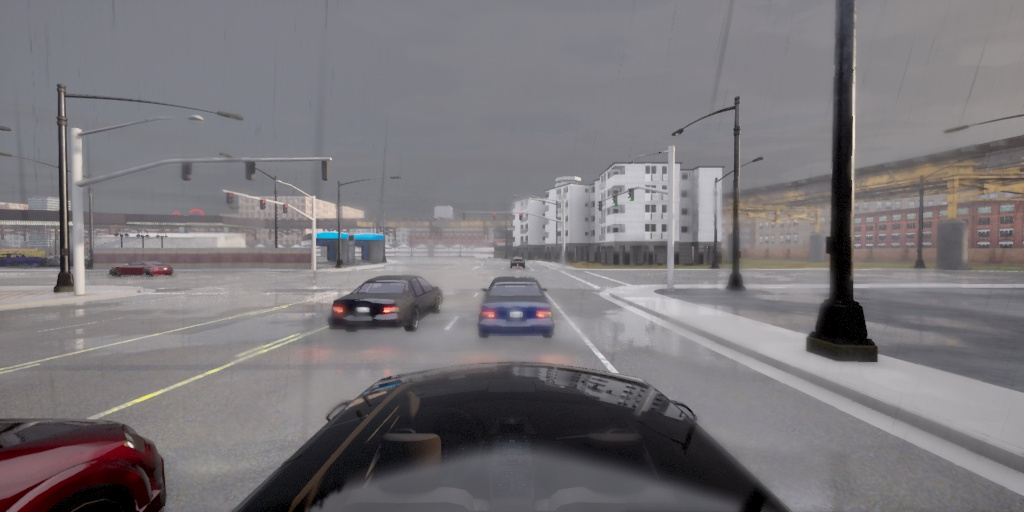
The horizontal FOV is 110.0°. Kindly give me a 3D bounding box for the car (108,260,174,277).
[{"bbox_3d":[-32.011,1.080,31.003,4.181,1.385,1.994,0,1,0],"label":"car"}]

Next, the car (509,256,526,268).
[{"bbox_3d":[0.707,0.772,45.820,1.837,1.490,4.892,0,1,0],"label":"car"}]

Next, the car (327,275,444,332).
[{"bbox_3d":[-3.406,1.273,10.730,2.033,1.411,5.357,0,0,0],"label":"car"}]

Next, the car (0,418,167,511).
[{"bbox_3d":[-3.395,1.314,0.733,1.994,1.385,4.181,0,0,0],"label":"car"}]

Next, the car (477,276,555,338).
[{"bbox_3d":[0.090,1.278,10.127,2.033,1.411,5.357,0,0,0],"label":"car"}]
